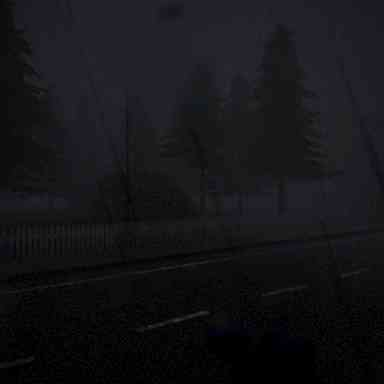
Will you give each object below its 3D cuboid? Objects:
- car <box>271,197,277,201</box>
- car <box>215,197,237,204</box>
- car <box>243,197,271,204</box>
[{"bbox_3d":[14.633,1.562,64.570,2.033,1.411,5.357,0,0,-34],"label":"car"},{"bbox_3d":[5.917,1.403,58.716,2.097,1.767,4.553,0,0,-34],"label":"car"},{"bbox_3d":[11.733,1.562,62.611,2.033,1.411,5.357,0,0,-34],"label":"car"}]
